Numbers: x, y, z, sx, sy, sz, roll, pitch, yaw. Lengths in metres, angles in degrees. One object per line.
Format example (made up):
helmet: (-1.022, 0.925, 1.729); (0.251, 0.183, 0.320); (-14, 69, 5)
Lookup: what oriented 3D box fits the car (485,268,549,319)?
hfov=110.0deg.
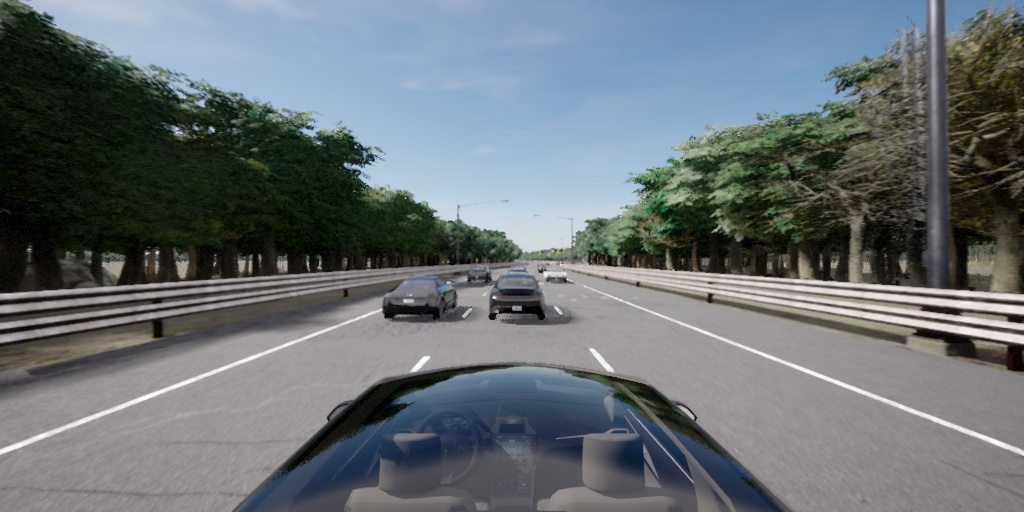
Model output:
car: (0.182, 1.391, 13.574); (1.837, 1.490, 4.892); (0, 0, 1)

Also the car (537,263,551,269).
car: (5.089, 2.156, 57.799); (1.895, 1.301, 4.718); (0, -1, 3)

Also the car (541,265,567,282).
car: (4.026, 1.768, 33.951); (1.895, 1.301, 4.718); (0, -1, 2)

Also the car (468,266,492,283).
car: (-2.899, 1.637, 33.058); (2.128, 1.511, 4.902); (0, -1, 2)

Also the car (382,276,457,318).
car: (-3.316, 1.446, 13.604); (1.994, 1.385, 4.181); (0, -1, 1)

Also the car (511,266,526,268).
car: (0.609, 1.645, 33.238); (2.128, 1.511, 4.902); (0, -1, 2)
